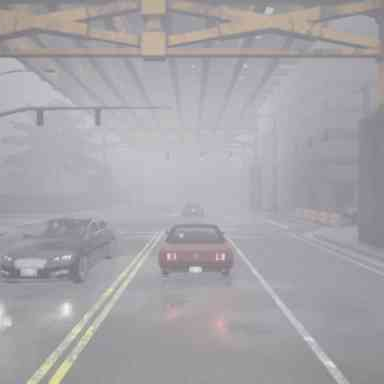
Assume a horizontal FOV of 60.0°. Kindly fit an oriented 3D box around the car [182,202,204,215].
[{"bbox_3d":[0.093,1.614,32.143,1.994,1.385,4.181,0,0,0],"label":"car"}]

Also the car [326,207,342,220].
[{"bbox_3d":[13.630,1.350,27.139,4.536,1.218,1.853,0,0,25],"label":"car"}]

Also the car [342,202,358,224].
[{"bbox_3d":[13.258,1.501,23.002,4.974,1.542,2.038,0,0,-20],"label":"car"}]

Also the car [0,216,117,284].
[{"bbox_3d":[-3.552,1.505,9.731,2.128,1.511,4.902,0,0,1],"label":"car"}]

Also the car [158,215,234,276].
[{"bbox_3d":[0.095,1.617,10.376,1.895,1.301,4.718,0,0,0],"label":"car"}]

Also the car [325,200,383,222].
[{"bbox_3d":[13.583,1.507,27.161,4.974,1.542,2.038,0,0,25],"label":"car"}]
